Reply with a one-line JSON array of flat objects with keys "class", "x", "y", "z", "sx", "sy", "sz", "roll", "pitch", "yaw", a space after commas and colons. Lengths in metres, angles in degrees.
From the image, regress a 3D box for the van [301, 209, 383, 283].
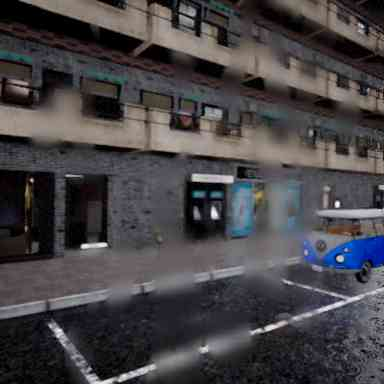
[{"class": "van", "x": 4.851, "y": 1.394, "z": 9.534, "sx": 3.998, "sy": 1.788, "sz": 1.690, "roll": 0, "pitch": 0, "yaw": -35}]
